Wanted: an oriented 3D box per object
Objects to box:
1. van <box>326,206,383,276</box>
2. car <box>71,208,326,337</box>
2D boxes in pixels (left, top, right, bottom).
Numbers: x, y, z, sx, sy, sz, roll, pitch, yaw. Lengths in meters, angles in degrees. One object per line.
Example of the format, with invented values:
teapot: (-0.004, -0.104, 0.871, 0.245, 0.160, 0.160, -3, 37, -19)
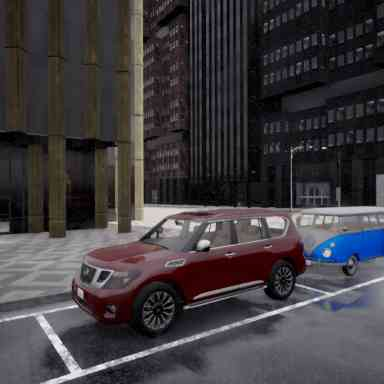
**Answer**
van: (4.740, 1.342, 10.043, 3.998, 1.788, 1.690, 0, 0, -36)
car: (0.243, 1.315, 6.833, 5.009, 1.841, 2.192, 0, 0, -36)
